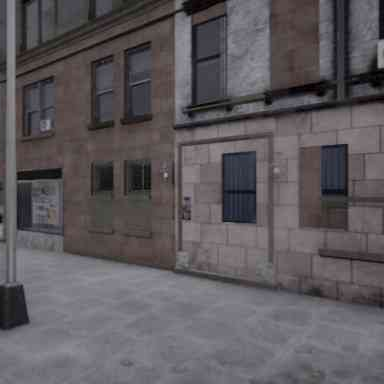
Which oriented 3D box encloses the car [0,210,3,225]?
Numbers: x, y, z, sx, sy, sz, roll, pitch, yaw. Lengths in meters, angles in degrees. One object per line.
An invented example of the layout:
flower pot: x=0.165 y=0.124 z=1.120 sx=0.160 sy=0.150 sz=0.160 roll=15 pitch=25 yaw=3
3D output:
car: x=-13.507 y=1.676 z=22.411 sx=1.895 sy=1.301 sz=4.718 roll=0 pitch=0 yaw=35
